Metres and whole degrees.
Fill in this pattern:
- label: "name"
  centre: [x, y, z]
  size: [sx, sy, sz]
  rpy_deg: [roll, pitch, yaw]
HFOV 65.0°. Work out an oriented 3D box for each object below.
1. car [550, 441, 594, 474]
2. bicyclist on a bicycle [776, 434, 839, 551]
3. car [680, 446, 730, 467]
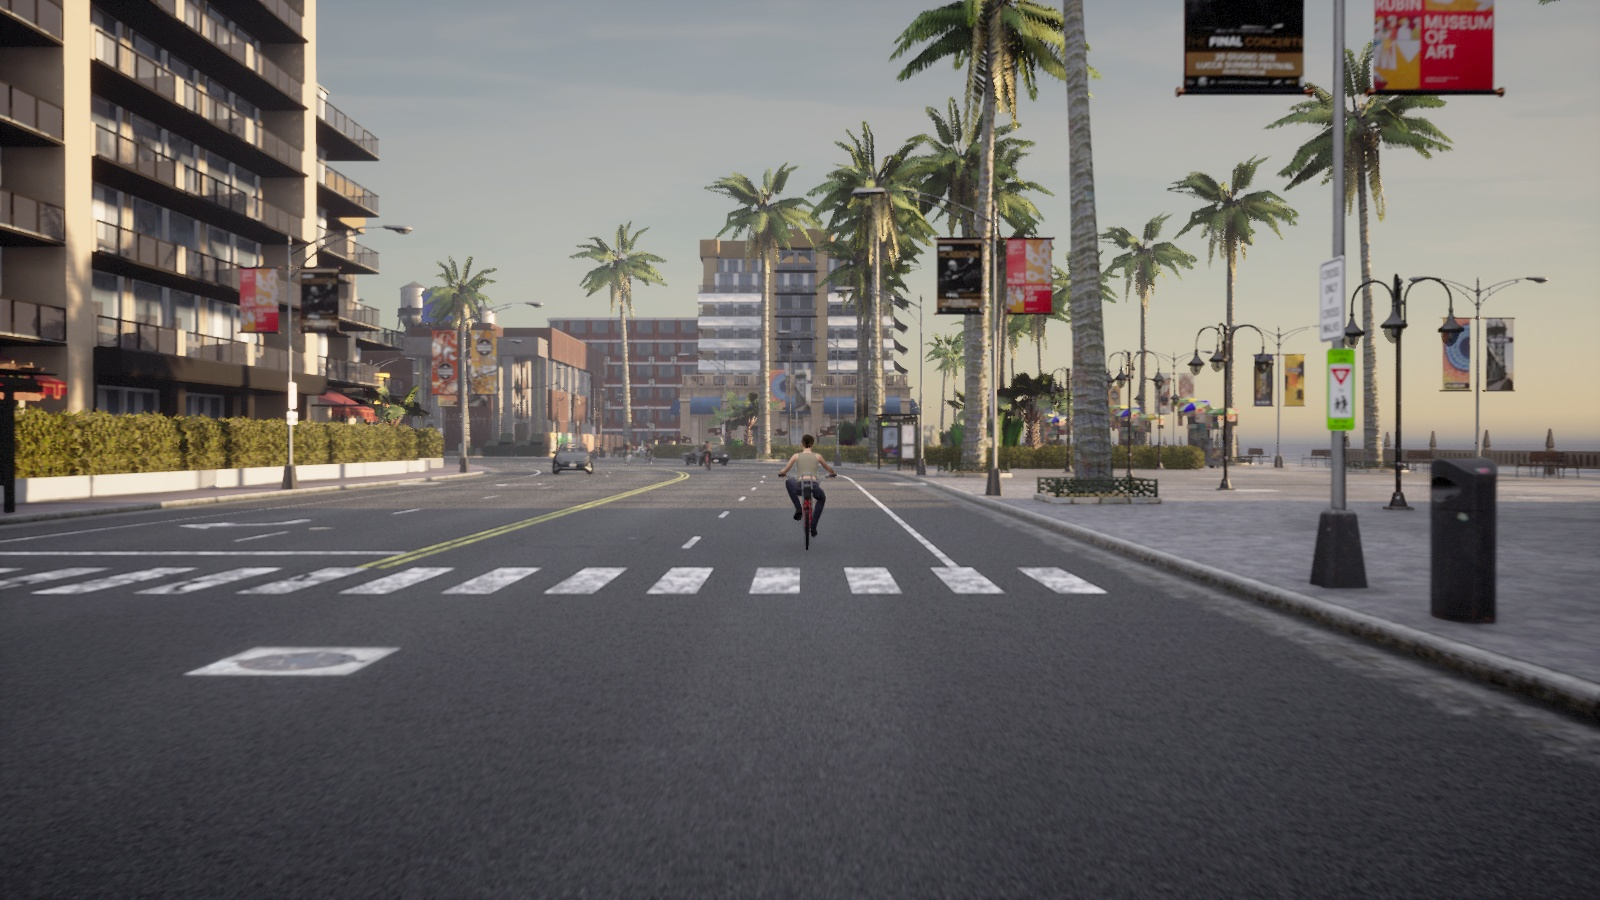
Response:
- label: "car"
  centre: [-11.021, 0.341, 60.861]
  size: [2.007, 1.525, 4.514]
  rpy_deg: [0, 0, -10]
- label: "bicyclist on a bicycle"
  centre: [0.107, 0.581, 18.025]
  size: [0.866, 1.612, 1.509]
  rpy_deg: [0, 0, 1]
- label: "car"
  centre: [-6.213, 0.382, 81.677]
  size: [1.895, 1.301, 4.718]
  rpy_deg: [0, 0, -23]
